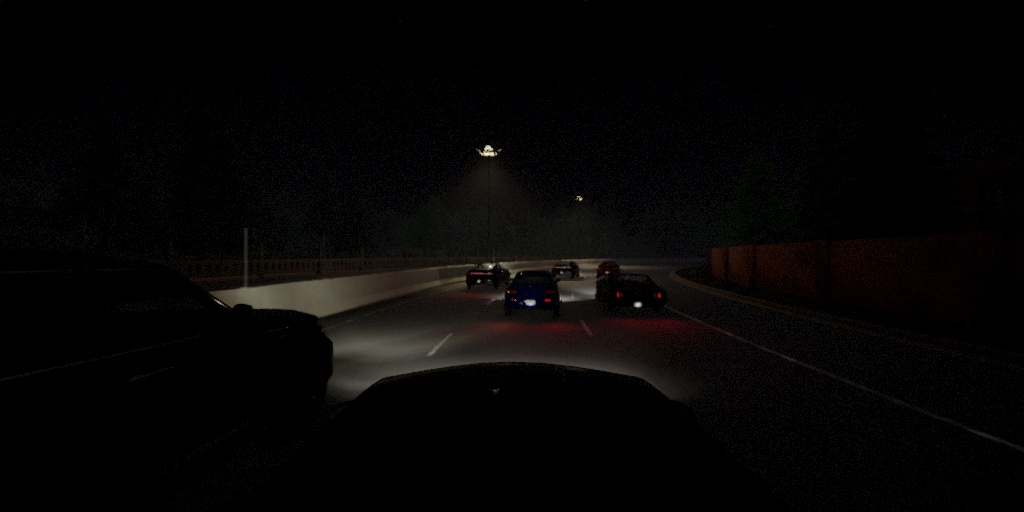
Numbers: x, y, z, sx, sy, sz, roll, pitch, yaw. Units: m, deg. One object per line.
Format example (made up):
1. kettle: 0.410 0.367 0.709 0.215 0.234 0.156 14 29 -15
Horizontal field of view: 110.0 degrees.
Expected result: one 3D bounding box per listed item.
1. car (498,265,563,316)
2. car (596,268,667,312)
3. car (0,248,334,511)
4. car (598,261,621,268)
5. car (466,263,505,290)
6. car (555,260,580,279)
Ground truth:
1. car: 0.811 1.229 13.148 1.812 1.442 4.674 0 0 6
2. car: 4.411 1.304 13.990 1.895 1.301 4.718 0 0 7
3. car: -3.368 0.967 2.216 2.150 2.045 5.566 0 0 1
4. car: 8.479 1.160 31.363 1.812 1.442 4.674 0 0 18
5. car: -1.325 1.158 21.830 2.128 1.511 4.902 0 0 11
6. car: 4.769 1.124 31.264 2.128 1.511 4.902 0 0 18
